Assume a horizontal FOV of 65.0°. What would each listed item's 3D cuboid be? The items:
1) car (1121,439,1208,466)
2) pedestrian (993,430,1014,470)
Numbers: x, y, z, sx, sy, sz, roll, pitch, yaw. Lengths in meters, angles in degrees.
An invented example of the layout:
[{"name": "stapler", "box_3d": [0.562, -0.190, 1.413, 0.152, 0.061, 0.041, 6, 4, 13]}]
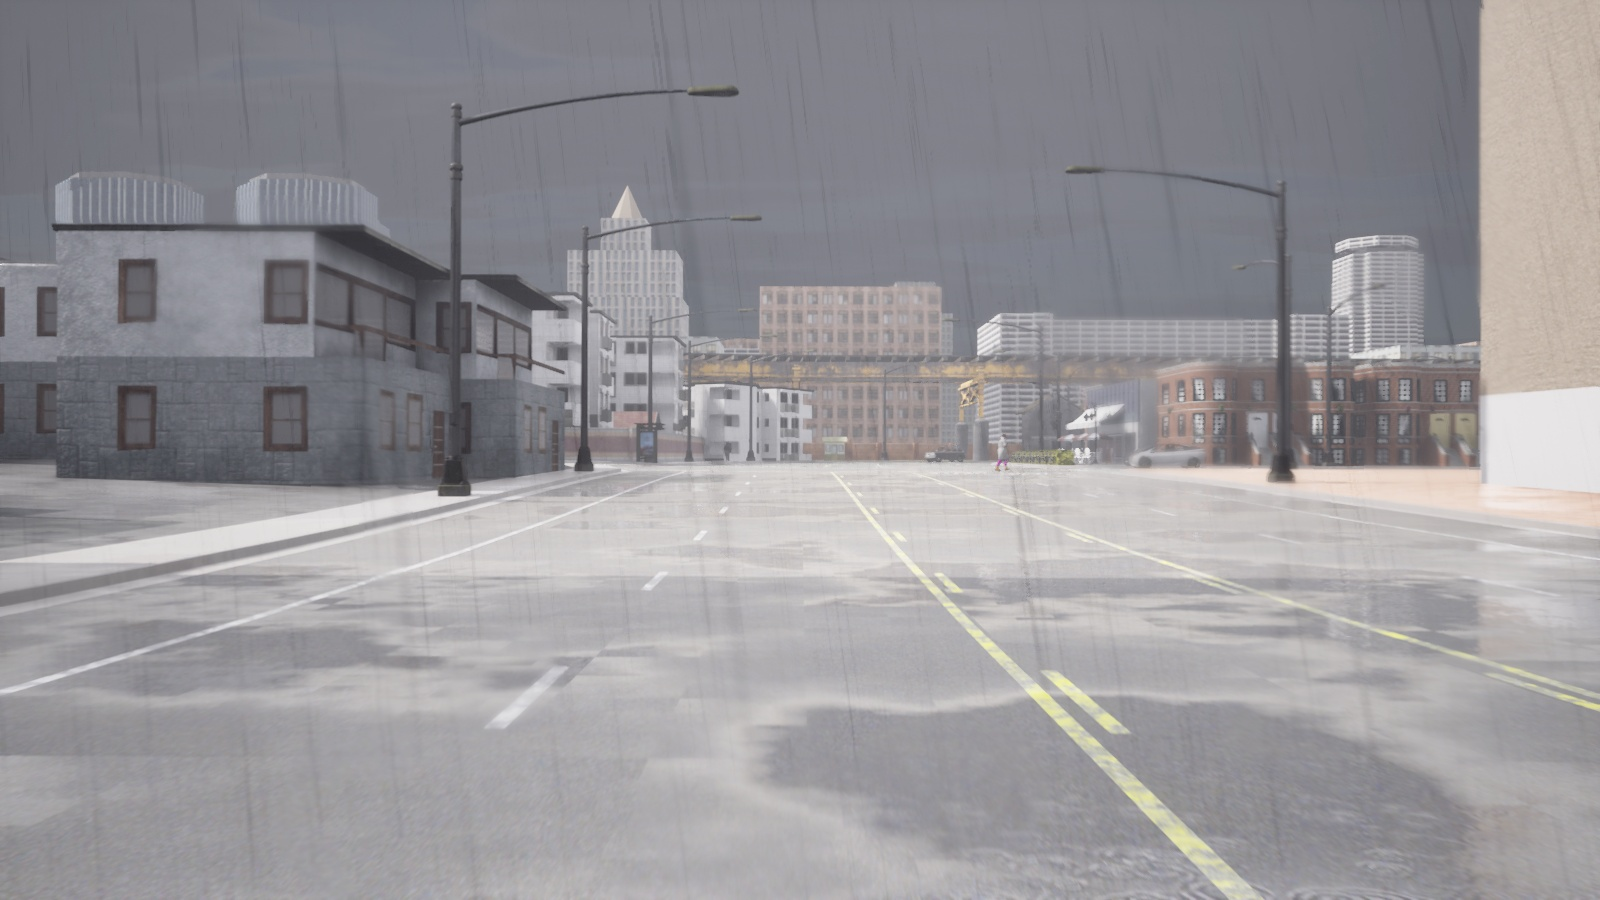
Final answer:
[{"name": "car", "box_3d": [21.153, 0.170, 73.021, 4.514, 1.525, 2.007, 0, 0, 1]}, {"name": "pedestrian", "box_3d": [10.032, 0.006, 61.847, 0.873, 1.952, 0.659, 0, 0, -4]}]
